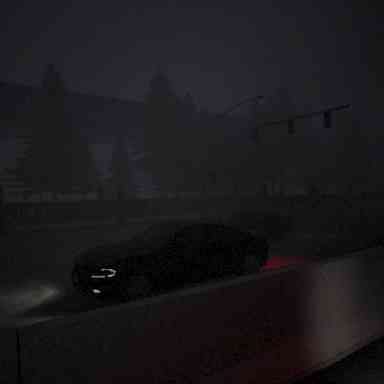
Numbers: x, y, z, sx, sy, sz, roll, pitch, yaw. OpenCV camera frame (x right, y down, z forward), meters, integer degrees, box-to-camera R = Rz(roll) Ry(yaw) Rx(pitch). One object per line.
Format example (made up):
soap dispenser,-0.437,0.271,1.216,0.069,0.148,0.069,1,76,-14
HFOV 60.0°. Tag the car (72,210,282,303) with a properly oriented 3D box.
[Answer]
car,-0.286,1.429,8.084,5.008,1.535,1.882,-1,1,-35

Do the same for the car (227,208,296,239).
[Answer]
car,2.136,1.396,14.109,5.357,1.411,2.033,-1,1,-35
